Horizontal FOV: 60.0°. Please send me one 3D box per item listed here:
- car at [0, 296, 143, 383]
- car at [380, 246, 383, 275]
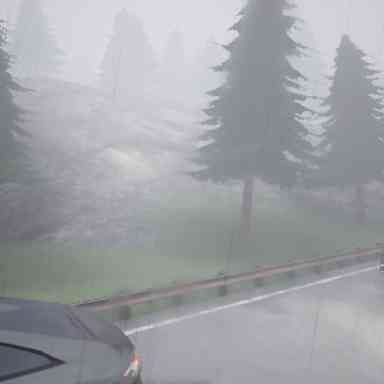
[{"bbox_3d":[-2.409,1.559,2.289,4.181,1.385,1.994,0,0,-35],"label":"car"},{"bbox_3d":[6.885,1.481,8.850,4.902,1.511,2.128,0,0,-35],"label":"car"}]
